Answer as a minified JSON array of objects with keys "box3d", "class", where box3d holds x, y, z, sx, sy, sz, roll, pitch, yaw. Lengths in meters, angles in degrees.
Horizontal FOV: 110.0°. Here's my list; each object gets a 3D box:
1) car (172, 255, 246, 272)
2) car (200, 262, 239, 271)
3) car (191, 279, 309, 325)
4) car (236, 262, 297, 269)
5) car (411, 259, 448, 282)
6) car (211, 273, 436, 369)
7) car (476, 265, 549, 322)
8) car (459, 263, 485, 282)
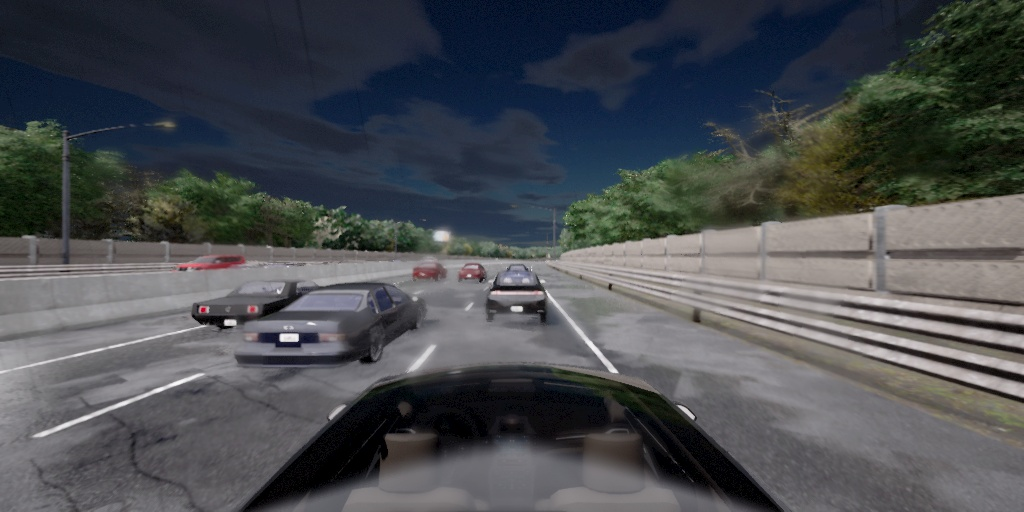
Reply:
[{"box3d":[-24.244,0.967,29.172,2.150,2.045,5.566,0,0,1],"class":"car"},{"box3d":[-20.783,1.345,27.562,1.895,1.301,4.718,0,0,1],"class":"car"},{"box3d":[-6.849,1.340,10.984,1.895,1.301,4.718,0,0,1],"class":"car"},{"box3d":[-17.304,1.292,26.759,2.033,1.411,5.357,0,0,1],"class":"car"},{"box3d":[-6.543,1.235,29.150,1.882,1.535,5.008,0,0,1],"class":"car"},{"box3d":[-3.375,1.290,7.972,2.033,1.411,5.357,0,0,0],"class":"car"},{"box3d":[0.166,1.233,12.211,2.128,1.511,4.902,0,0,1],"class":"car"},{"box3d":[-3.071,1.284,28.479,1.812,1.442,4.674,0,0,1],"class":"car"}]
